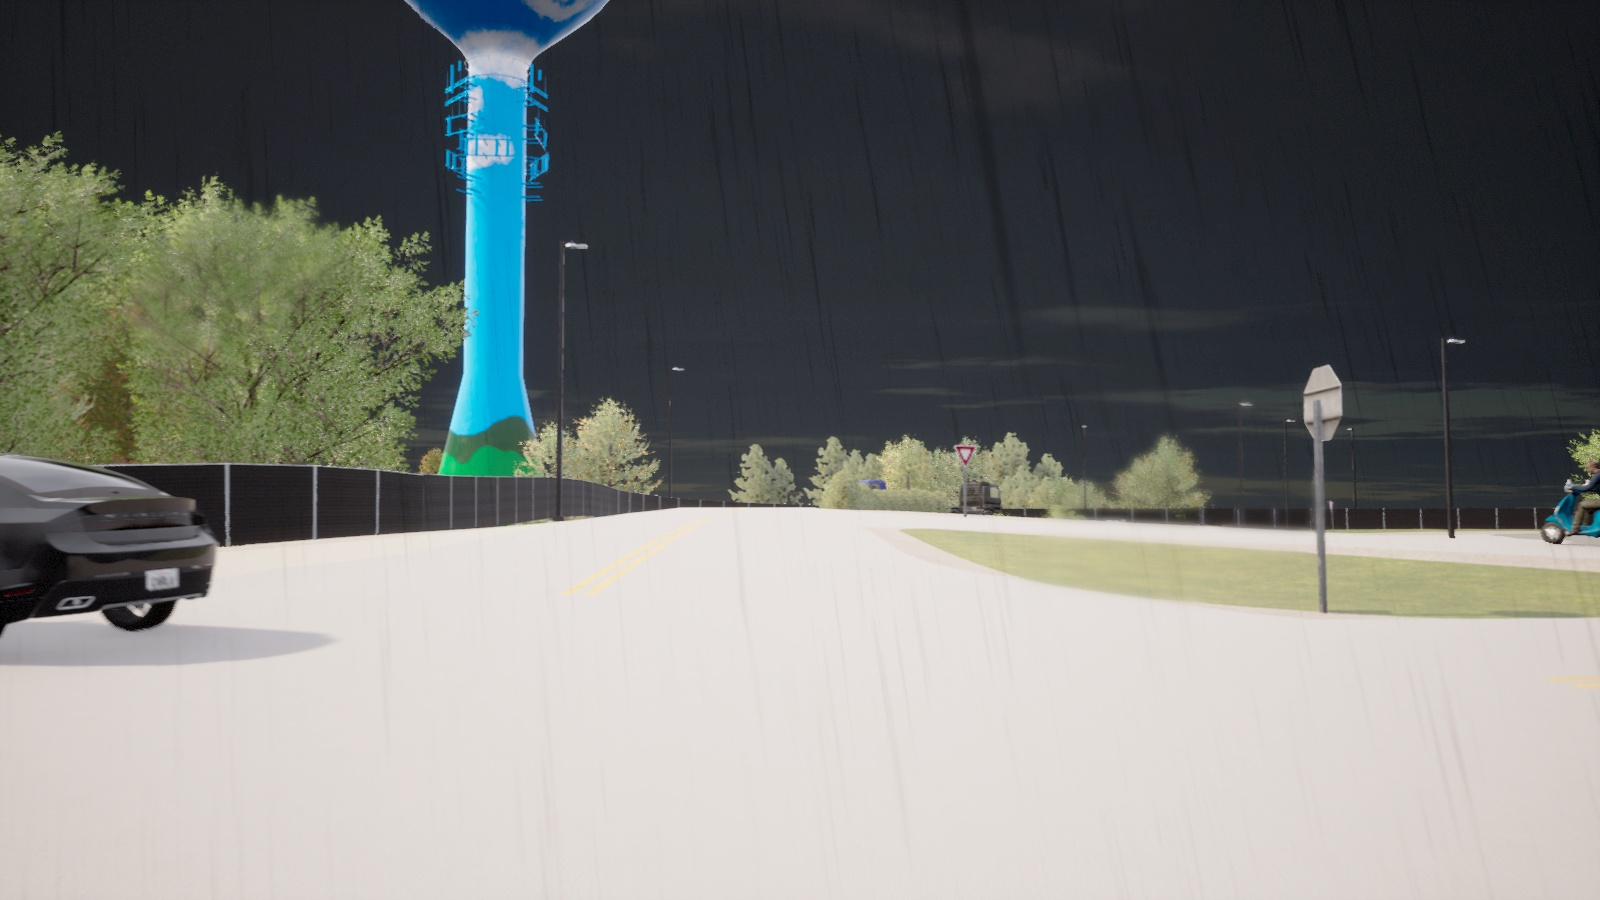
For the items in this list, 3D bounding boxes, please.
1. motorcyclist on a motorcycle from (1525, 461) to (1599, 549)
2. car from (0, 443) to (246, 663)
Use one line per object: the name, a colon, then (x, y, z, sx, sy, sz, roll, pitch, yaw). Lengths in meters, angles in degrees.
motorcyclist on a motorcycle: (14.565, 1.014, 23.202, 0.866, 1.590, 1.817, 2, -2, -34)
car: (-7.159, 0.808, 10.096, 4.892, 1.490, 1.837, -2, -2, 17)
